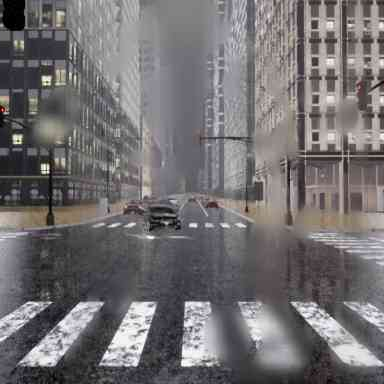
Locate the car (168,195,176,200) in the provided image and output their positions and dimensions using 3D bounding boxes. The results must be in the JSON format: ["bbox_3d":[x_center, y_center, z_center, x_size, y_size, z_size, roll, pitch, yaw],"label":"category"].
[{"bbox_3d":[-5.713,1.605,95.101,1.947,1.339,4.313,1,0,0],"label":"car"}]

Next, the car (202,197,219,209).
[{"bbox_3d":[2.686,1.599,44.989,1.802,1.307,4.206,1,0,0],"label":"car"}]

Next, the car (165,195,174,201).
[{"bbox_3d":[-5.708,1.578,83.950,1.887,1.381,4.507,1,0,0],"label":"car"}]

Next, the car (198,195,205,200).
[{"bbox_3d":[2.668,1.583,95.185,1.887,1.381,4.507,1,0,0],"label":"car"}]

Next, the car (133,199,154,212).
[{"bbox_3d":[-5.692,1.597,39.349,1.802,1.307,4.206,1,0,0],"label":"car"}]

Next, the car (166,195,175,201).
[{"bbox_3d":[-5.710,1.587,89.526,2.008,1.369,4.403,1,0,0],"label":"car"}]

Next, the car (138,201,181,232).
[{"bbox_3d":[-2.017,1.514,20.593,1.837,1.490,4.892,-1,0,-15],"label":"car"}]

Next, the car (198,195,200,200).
[{"bbox_3d":[2.680,1.590,61.722,1.947,1.339,4.313,1,0,0],"label":"car"}]

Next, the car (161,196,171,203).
[{"bbox_3d":[-5.704,1.573,72.800,1.887,1.381,4.507,1,0,0],"label":"car"}]

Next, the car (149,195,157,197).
[{"bbox_3d":[-5.689,1.332,44.924,2.192,1.841,5.009,1,0,0],"label":"car"}]

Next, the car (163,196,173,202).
[{"bbox_3d":[-5.706,1.582,78.375,2.008,1.369,4.403,1,0,0],"label":"car"}]

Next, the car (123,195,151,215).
[{"bbox_3d":[-5.687,1.453,33.774,1.967,1.590,4.097,1,0,0],"label":"car"}]

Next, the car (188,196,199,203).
[{"bbox_3d":[0.057,1.573,70.490,2.033,1.411,5.357,0,0,0],"label":"car"}]

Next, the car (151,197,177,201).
[{"bbox_3d":[-3.114,1.561,36.775,2.033,1.411,5.357,0,0,0],"label":"car"}]

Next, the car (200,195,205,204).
[{"bbox_3d":[2.683,1.547,56.315,1.752,1.417,4.829,1,0,0],"label":"car"}]

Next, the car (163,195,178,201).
[{"bbox_3d":[-3.105,1.545,51.578,1.812,1.442,4.674,0,0,0],"label":"car"}]
